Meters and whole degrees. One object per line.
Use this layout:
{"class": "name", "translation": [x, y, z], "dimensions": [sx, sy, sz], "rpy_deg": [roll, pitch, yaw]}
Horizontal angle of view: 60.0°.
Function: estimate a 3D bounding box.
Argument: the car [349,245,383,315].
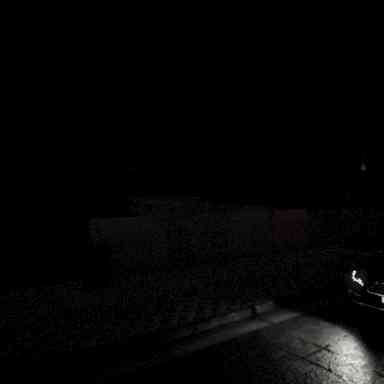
{"class": "car", "translation": [5.094, 1.498, 6.654], "dimensions": [4.892, 1.490, 1.837], "rpy_deg": [1, 0, -35]}
